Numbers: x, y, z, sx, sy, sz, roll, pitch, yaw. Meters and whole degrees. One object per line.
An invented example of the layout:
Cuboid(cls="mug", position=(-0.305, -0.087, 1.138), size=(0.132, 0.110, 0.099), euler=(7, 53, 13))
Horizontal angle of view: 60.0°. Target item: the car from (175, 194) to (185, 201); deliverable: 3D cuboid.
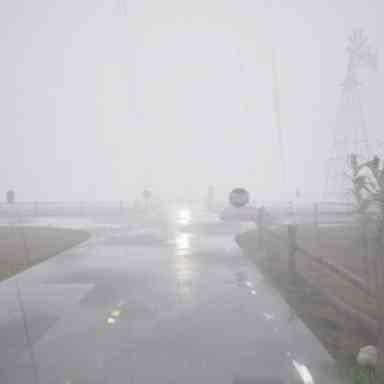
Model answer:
Cuboid(cls="car", position=(-2.775, 1.228, 75.203), size=(2.097, 1.767, 4.553), euler=(0, -1, 0))

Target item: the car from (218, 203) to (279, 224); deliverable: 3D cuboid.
Cuboid(cls="car", position=(3.903, 1.465, 23.324), size=(4.181, 1.385, 1.994), euler=(0, 1, 0))
